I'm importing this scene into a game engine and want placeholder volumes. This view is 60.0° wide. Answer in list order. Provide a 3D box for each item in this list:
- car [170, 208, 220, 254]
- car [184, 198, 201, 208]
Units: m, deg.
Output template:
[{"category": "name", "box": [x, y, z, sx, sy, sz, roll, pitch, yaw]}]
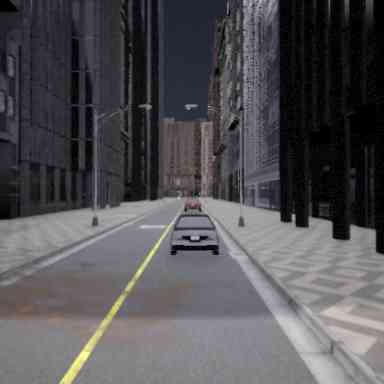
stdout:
[{"category": "car", "box": [0.101, 1.608, 13.695, 2.033, 1.411, 5.357, 0, 0, 0]}, {"category": "car", "box": [0.105, 1.542, 42.678, 2.097, 1.767, 4.553, 0, 0, 0]}]
